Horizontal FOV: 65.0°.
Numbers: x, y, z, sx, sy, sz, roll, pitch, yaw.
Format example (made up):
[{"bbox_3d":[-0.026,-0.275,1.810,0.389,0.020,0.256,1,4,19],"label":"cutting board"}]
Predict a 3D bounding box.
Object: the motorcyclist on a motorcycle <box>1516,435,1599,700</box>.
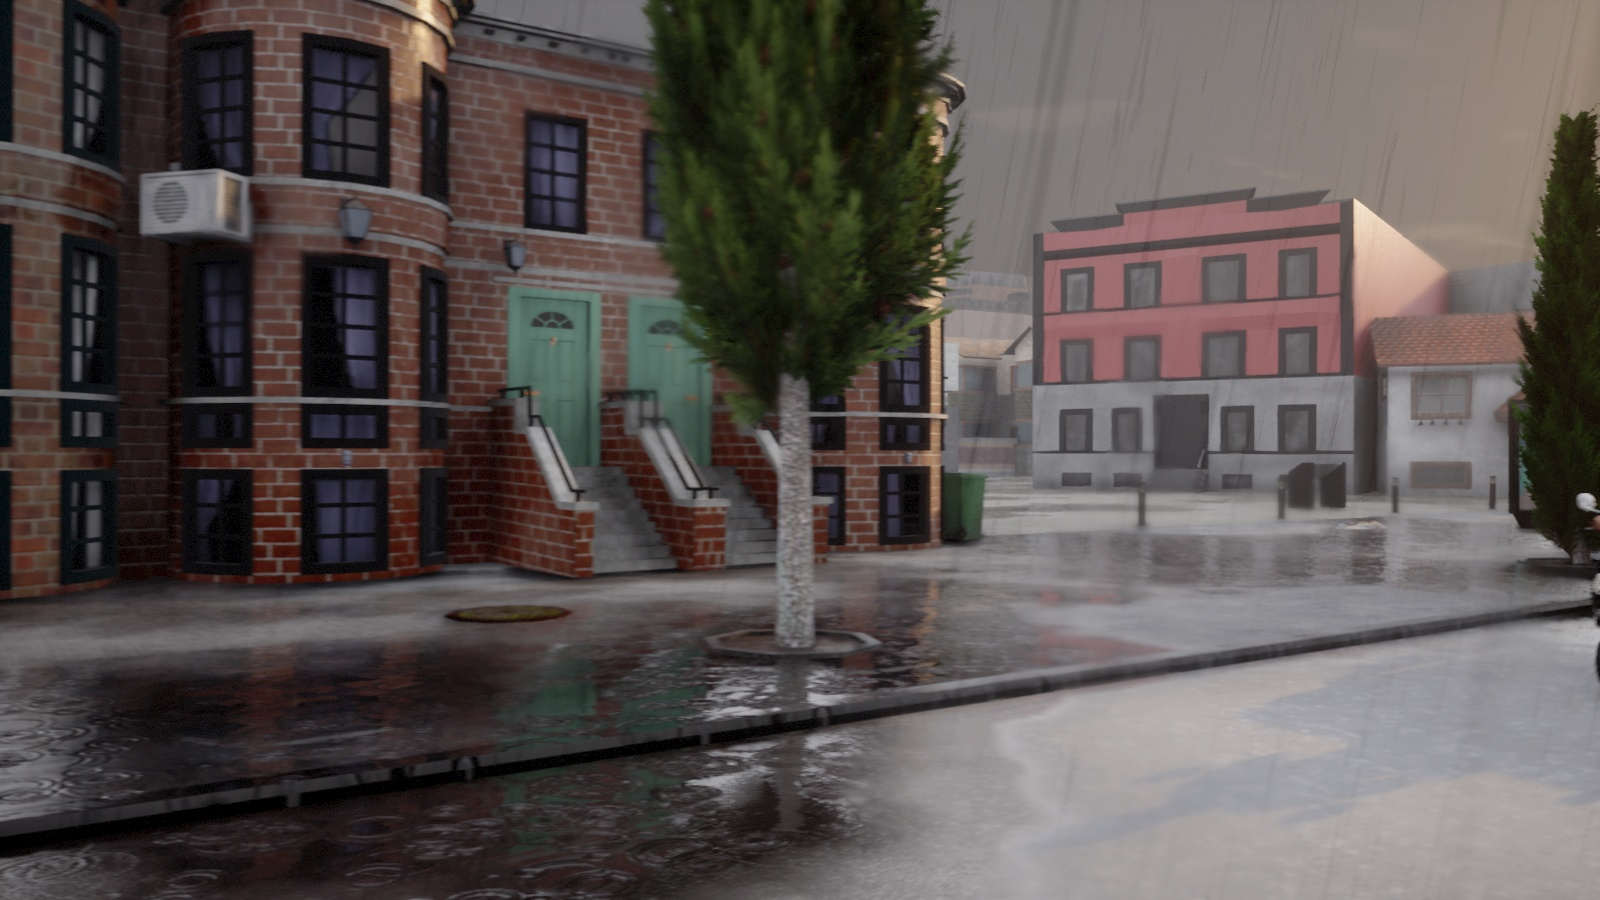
[{"bbox_3d":[5.524,0.706,8.108,1.817,1.590,0.866,0,0,-35],"label":"motorcyclist on a motorcycle"}]
